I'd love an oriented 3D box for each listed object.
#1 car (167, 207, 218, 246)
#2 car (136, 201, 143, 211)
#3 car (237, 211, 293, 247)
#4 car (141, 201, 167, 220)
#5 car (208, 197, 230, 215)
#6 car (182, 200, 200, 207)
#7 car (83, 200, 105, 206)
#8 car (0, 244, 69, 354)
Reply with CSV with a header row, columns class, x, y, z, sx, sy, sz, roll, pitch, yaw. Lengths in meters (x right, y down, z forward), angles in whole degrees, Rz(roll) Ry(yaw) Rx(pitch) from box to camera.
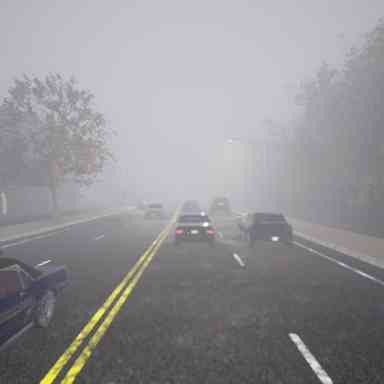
class,x,y,z,sx,sy,sz,roll,pitch,yaw
car,0.099,1.692,16.013,2.033,1.411,5.357,0,0,0
car,-6.964,2.008,49.097,1.994,1.385,4.181,0,-1,-1
car,3.351,1.648,15.819,1.837,1.490,4.892,0,-1,0
car,-3.456,1.813,31.872,1.812,1.442,4.674,0,0,-1
car,3.129,1.571,38.946,2.150,2.045,5.566,0,-1,-1
car,-0.108,1.694,37.955,2.097,1.767,4.553,0,0,-1
car,-20.693,2.453,70.280,4.313,1.339,1.947,-1,1,-1
car,-3.350,1.640,4.294,1.895,1.301,4.718,0,-1,0
